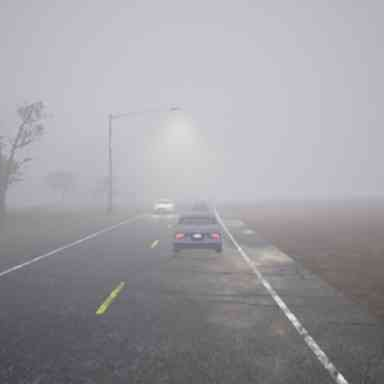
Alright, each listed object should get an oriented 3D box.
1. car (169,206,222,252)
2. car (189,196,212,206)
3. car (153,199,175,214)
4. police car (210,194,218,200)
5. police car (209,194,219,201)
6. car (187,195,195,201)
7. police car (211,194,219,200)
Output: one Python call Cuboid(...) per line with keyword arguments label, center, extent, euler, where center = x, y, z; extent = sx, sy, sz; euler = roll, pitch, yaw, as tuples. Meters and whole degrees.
Cuboid(label="car", center=(0.235, 1.532, 13.725), extent=(2.033, 1.411, 5.357), euler=(0, 0, 1))
Cuboid(label="car", center=(0.880, 1.483, 34.703), extent=(1.812, 1.442, 4.674), euler=(0, 0, 2))
Cuboid(label="car", center=(-2.830, 1.483, 34.394), extent=(1.812, 1.442, 4.674), euler=(0, 0, 2))
Cuboid(label="police car", center=(5.849, 1.292, 88.367), extent=(1.930, 1.638, 5.238), euler=(0, 0, 6))
Cuboid(label="police car", center=(4.841, 1.311, 78.452), extent=(1.930, 1.638, 5.238), euler=(0, 0, 5))
Cuboid(label="car", center=(0.036, 1.330, 75.902), extent=(1.994, 1.385, 4.181), euler=(0, 0, 5))
Cuboid(label="police car", center=(6.511, 1.280, 94.311), extent=(1.930, 1.638, 5.238), euler=(0, 0, 7))
